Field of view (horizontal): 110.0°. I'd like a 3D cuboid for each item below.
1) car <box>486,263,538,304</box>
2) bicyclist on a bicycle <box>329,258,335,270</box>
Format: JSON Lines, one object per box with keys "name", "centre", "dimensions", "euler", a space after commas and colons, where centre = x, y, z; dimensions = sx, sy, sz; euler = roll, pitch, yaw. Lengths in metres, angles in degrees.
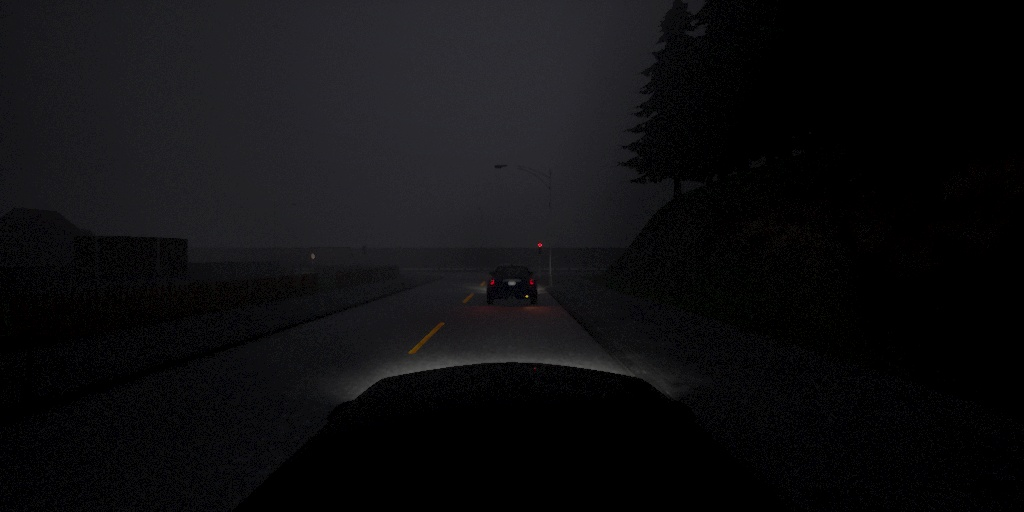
{"name": "car", "centre": [0.000, 1.115, 16.470], "dimensions": [2.097, 1.767, 4.553], "euler": [0, 0, 0]}
{"name": "bicyclist on a bicycle", "centre": [-24.270, 1.097, 48.221], "dimensions": [0.582, 1.620, 1.656], "euler": [0, 0, 0]}
